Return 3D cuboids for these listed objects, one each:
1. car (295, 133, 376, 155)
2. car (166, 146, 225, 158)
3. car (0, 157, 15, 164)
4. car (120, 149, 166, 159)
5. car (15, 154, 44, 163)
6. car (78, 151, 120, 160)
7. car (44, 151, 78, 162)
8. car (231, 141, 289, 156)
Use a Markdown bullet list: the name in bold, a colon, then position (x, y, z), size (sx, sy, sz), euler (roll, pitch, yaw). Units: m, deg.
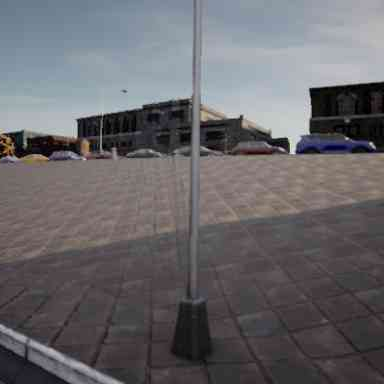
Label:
- **car**: position (10.739, -3.353, 25.150), size (5.566, 2.045, 2.435), euler (2, 1, 25)
- **car**: position (0.556, -3.388, 29.930), size (4.892, 1.521, 2.231), euler (1, 1, 27)
- **car**: position (-23.600, -3.906, 43.537), size (4.674, 1.452, 2.002), euler (1, 1, 33)
- **car**: position (-4.276, -3.458, 32.388), size (4.674, 1.452, 2.002), euler (1, 1, 28)
- **car**: position (-18.887, -3.835, 40.608), size (5.008, 1.535, 2.097), euler (1, 1, 32)
- **car**: position (-9.140, -3.579, 34.994), size (4.792, 1.488, 2.163), euler (1, 1, 29)
- **car**: position (-14.133, -3.849, 37.793), size (4.553, 1.767, 2.185), euler (1, 1, 31)
- **car**: position (5.638, -3.381, 27.489), size (4.553, 1.767, 2.185), euler (2, 1, 26)
